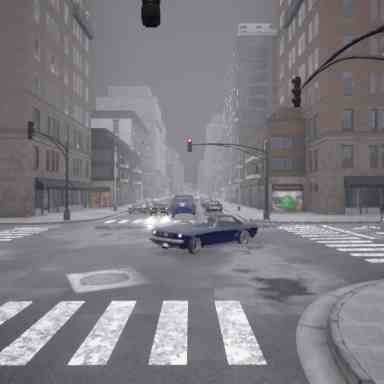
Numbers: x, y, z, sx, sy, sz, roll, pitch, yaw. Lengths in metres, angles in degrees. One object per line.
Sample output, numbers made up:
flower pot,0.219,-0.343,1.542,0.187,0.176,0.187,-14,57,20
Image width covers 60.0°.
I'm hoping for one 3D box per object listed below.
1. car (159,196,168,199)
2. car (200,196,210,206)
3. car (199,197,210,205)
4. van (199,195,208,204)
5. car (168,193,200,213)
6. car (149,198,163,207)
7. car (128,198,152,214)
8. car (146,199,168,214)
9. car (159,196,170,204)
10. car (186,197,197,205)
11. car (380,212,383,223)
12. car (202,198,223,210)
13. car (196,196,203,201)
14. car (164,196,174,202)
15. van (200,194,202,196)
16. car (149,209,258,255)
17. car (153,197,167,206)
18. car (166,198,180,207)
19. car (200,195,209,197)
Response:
car,-3.110,1.617,43.493,1.994,1.385,4.181,0,0,1
car,2.380,1.641,47.159,1.802,1.307,4.206,0,0,0
car,2.410,1.647,63.691,2.008,1.369,4.403,0,0,0
van,2.420,1.453,69.202,1.690,1.788,3.998,0,0,0
car,-0.637,1.253,31.138,2.150,2.045,5.566,0,0,3
car,-5.635,1.653,52.684,1.802,1.307,4.206,0,0,0
car,-5.666,1.480,36.152,1.967,1.590,4.097,0,0,0
car,-3.133,1.637,33.515,1.895,1.301,4.718,0,0,0
car,-5.605,1.552,69.216,1.967,1.590,4.097,0,0,0
car,-0.133,1.663,64.329,1.994,1.385,4.181,0,0,0
car,14.348,1.438,20.649,4.902,1.511,2.128,0,0,0
car,2.359,1.606,36.136,1.947,1.339,4.313,0,0,0
car,2.049,1.698,90.105,1.812,1.442,4.674,0,0,0
car,-5.584,1.694,80.237,2.008,1.369,4.403,0,0,0
van,2.400,1.424,58.180,1.690,1.788,3.998,0,0,0
car,0.597,1.594,13.513,4.718,1.301,1.895,0,0,-45
car,-5.625,1.634,58.195,2.008,1.369,4.403,0,0,0
car,-3.085,1.636,53.452,1.994,1.385,4.181,0,0,0
car,2.390,1.637,52.669,1.947,1.339,4.313,0,0,0
